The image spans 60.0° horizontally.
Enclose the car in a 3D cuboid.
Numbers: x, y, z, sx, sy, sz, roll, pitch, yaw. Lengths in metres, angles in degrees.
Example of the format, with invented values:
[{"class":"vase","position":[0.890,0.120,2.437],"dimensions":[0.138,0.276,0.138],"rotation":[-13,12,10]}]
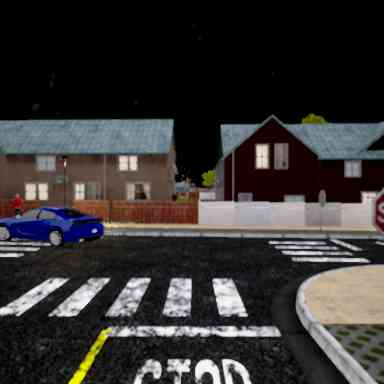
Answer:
[{"class":"car","position":[-6.108,1.363,14.127],"dimensions":[5.008,1.535,1.882],"rotation":[1,-1,24]}]

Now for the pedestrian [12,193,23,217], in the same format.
[{"class":"pedestrian","position":[-9.327,0.973,17.743],"dimensions":[0.375,1.860,0.375],"rotation":[0,0,1]}]
